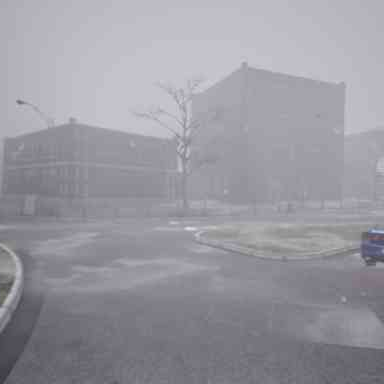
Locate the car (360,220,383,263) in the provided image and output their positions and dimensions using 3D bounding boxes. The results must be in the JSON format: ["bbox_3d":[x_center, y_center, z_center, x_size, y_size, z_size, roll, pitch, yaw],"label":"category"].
[{"bbox_3d":[7.432,1.528,11.052,5.008,1.535,1.882,-1,1,-41],"label":"car"}]

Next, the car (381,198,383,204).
[{"bbox_3d":[21.883,0.602,34.383,5.366,1.575,1.946,-2,2,-26],"label":"car"}]
